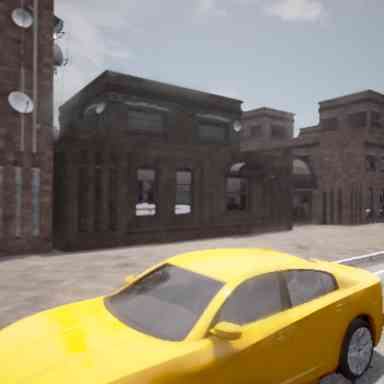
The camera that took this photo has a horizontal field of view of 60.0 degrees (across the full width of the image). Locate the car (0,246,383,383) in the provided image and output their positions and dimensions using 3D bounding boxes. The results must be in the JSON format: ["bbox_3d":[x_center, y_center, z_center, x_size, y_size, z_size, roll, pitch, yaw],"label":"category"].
[{"bbox_3d":[0.302,1.478,3.902,5.008,1.535,1.882,0,0,-35],"label":"car"}]
